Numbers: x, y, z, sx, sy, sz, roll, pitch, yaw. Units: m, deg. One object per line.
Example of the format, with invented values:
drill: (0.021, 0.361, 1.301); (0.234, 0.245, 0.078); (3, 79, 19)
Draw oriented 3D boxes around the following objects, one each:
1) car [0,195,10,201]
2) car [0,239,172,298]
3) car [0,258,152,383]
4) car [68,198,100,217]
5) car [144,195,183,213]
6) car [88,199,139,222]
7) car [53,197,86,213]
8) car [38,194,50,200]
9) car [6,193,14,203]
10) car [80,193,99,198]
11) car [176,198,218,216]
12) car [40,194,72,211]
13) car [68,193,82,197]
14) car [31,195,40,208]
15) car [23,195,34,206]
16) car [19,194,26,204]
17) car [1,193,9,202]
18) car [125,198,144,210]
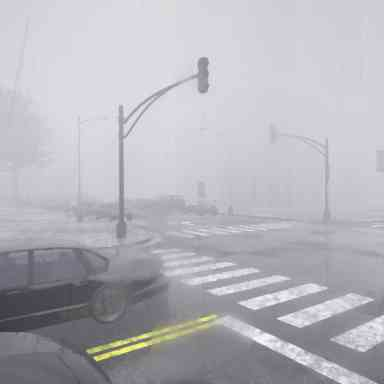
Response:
car: (-42.847, 1.390, 75.797); (1.802, 1.307, 4.206); (0, 0, -36)
car: (-2.970, 1.547, 5.558); (5.357, 1.411, 2.033); (0, 0, -36)
car: (-2.723, 1.505, 1.487); (4.892, 1.490, 1.837); (0, 0, -37)
car: (-9.504, 1.492, 30.317); (1.947, 1.339, 4.313); (0, 0, -36)
car: (-2.627, 1.196, 35.354); (2.192, 1.841, 5.009); (0, 0, -36)
car: (-6.169, 1.512, 25.768); (1.947, 1.339, 4.313); (0, 0, -36)
car: (-12.838, 1.491, 34.865); (1.802, 1.307, 4.206); (0, 0, -36)
car: (-36.067, 1.288, 80.966); (1.752, 1.417, 4.829); (0, 0, -36)
car: (-32.845, 1.380, 62.153); (1.887, 1.381, 4.507); (0, 0, -36)
car: (-15.963, 1.365, 53.544); (1.887, 1.381, 4.507); (0, 0, -36)
car: (0.708, 1.482, 30.807); (1.802, 1.307, 4.206); (0, 0, -36)
car: (-16.172, 1.333, 39.412); (1.967, 1.590, 4.097); (0, 0, -36)
car: (-19.297, 1.124, 58.091); (2.192, 1.841, 5.009); (0, 0, -36)
car: (-19.507, 1.460, 43.961); (1.802, 1.307, 4.206); (0, 0, -36)
car: (-22.740, 1.391, 48.371); (1.752, 1.417, 4.829); (0, 0, -36)
car: (-26.176, 1.421, 53.057); (1.947, 1.339, 4.313); (0, 0, -36)
car: (-36.180, 1.140, 66.701); (2.192, 1.841, 5.009); (0, 0, -36)
car: (-5.961, 1.429, 39.902); (1.947, 1.339, 4.313); (0, 0, -36)
